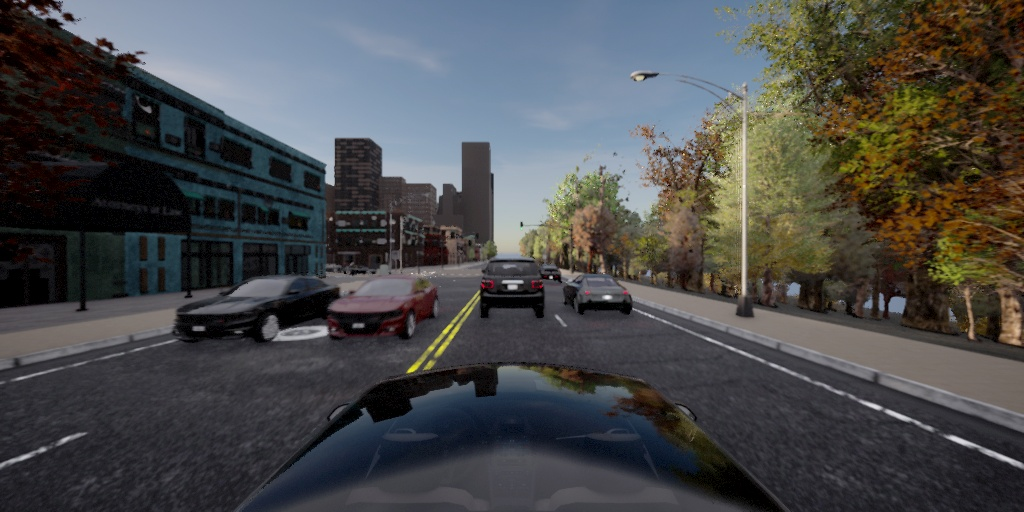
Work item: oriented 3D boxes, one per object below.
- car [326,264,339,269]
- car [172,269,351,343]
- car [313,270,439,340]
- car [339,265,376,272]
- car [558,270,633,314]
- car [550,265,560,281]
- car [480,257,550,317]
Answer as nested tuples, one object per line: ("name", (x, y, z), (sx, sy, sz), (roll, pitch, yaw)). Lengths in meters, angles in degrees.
("car", (-28.891, 1.956, 56.831), (4.403, 1.370, 2.007), (0, 0, -1))
("car", (-6.662, 1.287, 10.095), (1.882, 1.535, 5.008), (0, -1, -1))
("car", (-3.415, 1.289, 10.406), (1.882, 1.535, 5.008), (0, -1, -1))
("car", (-20.459, 1.899, 48.418), (4.313, 1.339, 1.948), (0, 0, -1))
("car", (3.235, 1.400, 14.236), (1.994, 1.385, 4.181), (0, -1, -1))
("car", (3.049, 1.457, 30.627), (1.837, 1.490, 4.892), (0, -1, -1))
("car", (-0.008, 1.058, 13.763), (2.150, 2.045, 5.566), (0, 0, -1))
